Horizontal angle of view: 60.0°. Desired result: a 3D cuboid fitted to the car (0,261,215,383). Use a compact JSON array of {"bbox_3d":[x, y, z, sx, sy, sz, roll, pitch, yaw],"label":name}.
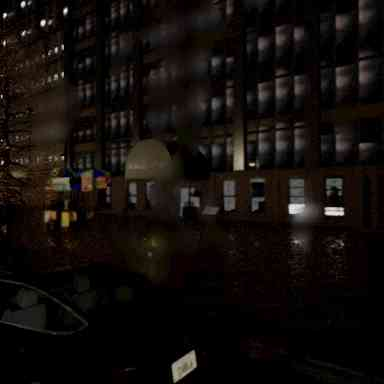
[{"bbox_3d":[-1.758,1.559,4.135,4.313,1.339,1.947,0,0,36],"label":"car"}]
